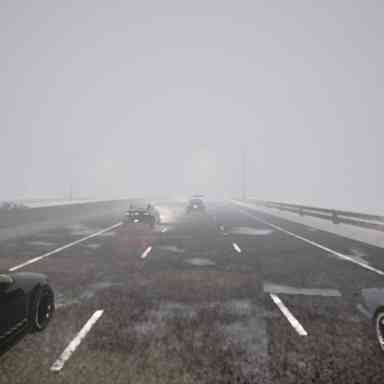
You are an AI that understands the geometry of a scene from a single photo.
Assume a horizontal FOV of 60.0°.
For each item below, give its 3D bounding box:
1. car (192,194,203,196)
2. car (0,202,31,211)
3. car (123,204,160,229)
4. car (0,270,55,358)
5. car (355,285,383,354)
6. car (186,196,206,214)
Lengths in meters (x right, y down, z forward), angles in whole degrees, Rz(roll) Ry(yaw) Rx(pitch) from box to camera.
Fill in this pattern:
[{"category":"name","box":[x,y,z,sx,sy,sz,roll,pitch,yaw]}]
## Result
[{"category":"car","box":[0.933,1.293,52.157,2.150,2.045,5.566,0,0,2]},{"category":"car","box":[-13.835,1.499,24.744,2.128,1.511,4.902,0,0,1]},{"category":"car","box":[-3.237,1.499,21.924,2.128,1.511,4.902,0,0,1]},{"category":"car","box":[-3.383,1.564,4.127,1.994,1.385,4.181,0,0,0]},{"category":"car","box":[3.503,1.549,2.803,2.033,1.411,5.357,0,0,0]},{"category":"car","box":[0.424,1.528,36.406,2.163,1.488,4.792,0,0,1]}]
